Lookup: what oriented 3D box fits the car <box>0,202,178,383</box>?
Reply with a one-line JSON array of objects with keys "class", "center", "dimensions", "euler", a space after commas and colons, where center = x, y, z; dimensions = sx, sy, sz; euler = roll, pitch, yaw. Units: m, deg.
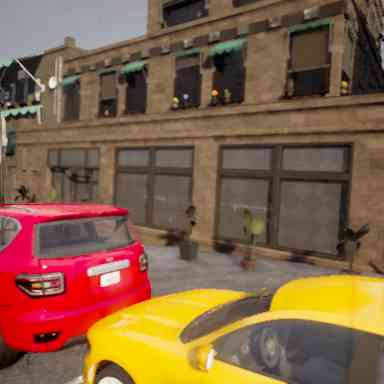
[{"class": "car", "center": [-3.233, 1.201, 5.839], "dimensions": [5.566, 2.045, 2.435], "euler": [0, 0, 36]}]
